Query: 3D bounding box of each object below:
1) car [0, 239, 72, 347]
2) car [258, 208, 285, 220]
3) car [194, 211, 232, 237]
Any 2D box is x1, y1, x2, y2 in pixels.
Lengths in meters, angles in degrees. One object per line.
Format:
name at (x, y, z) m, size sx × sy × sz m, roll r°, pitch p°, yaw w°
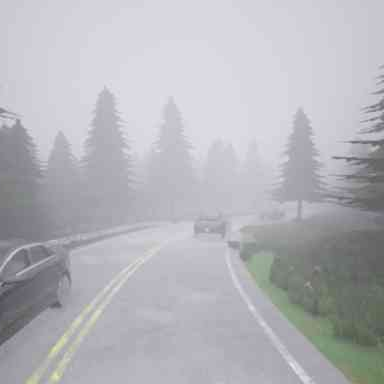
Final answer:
car at (-3.528, 1.624, 5.518) m, size 2.128 × 1.511 × 4.902 m, roll -1°, pitch -1°, yaw -2°
car at (9.393, 2.566, 38.739) m, size 1.895 × 1.301 × 4.718 m, roll 2°, pitch -1°, yaw 32°
car at (1.412, 1.952, 20.948) m, size 2.128 × 1.511 × 4.902 m, roll 0°, pitch -1°, yaw 13°
